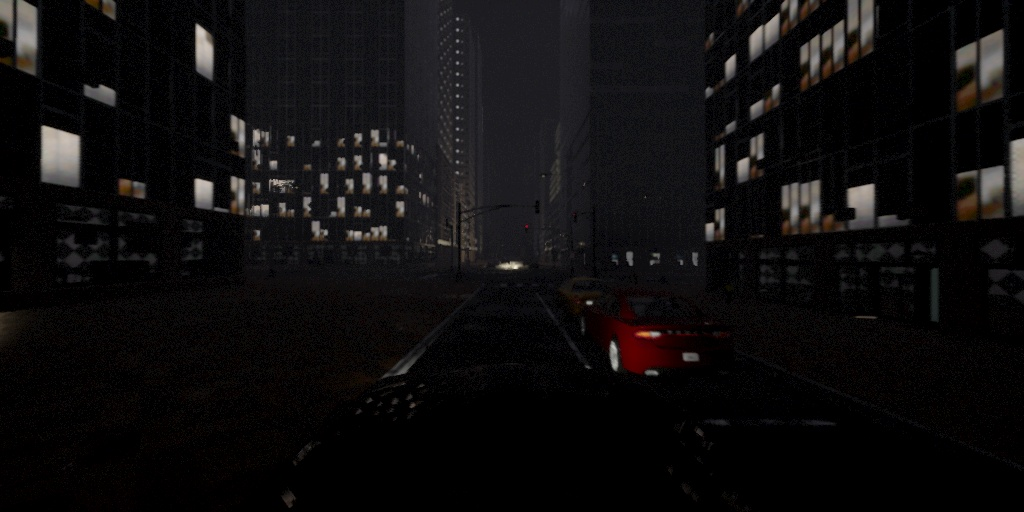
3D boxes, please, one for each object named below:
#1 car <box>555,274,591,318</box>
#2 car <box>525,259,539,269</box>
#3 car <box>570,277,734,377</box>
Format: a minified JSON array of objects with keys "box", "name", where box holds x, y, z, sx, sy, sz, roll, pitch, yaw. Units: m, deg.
[{"box":[2.569,1.332,13.094,1.751,1.417,4.829,0,0,0],"name":"car"},{"box":[3.888,1.647,64.026,1.948,1.339,4.313,0,0,0],"name":"car"},{"box":[2.567,1.324,7.372,1.888,1.381,4.507,0,0,0],"name":"car"}]
